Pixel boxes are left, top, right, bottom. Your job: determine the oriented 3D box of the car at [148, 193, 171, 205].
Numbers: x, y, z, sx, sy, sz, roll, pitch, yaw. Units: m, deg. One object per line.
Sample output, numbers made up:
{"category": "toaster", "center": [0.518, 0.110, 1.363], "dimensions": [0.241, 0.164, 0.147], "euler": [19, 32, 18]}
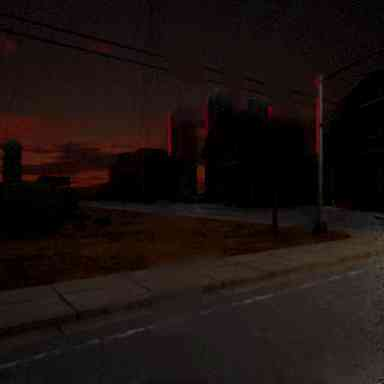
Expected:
{"category": "car", "center": [-5.560, 1.112, 56.513], "dimensions": [3.866, 1.878, 1.905], "euler": [-2, 5, 11]}
